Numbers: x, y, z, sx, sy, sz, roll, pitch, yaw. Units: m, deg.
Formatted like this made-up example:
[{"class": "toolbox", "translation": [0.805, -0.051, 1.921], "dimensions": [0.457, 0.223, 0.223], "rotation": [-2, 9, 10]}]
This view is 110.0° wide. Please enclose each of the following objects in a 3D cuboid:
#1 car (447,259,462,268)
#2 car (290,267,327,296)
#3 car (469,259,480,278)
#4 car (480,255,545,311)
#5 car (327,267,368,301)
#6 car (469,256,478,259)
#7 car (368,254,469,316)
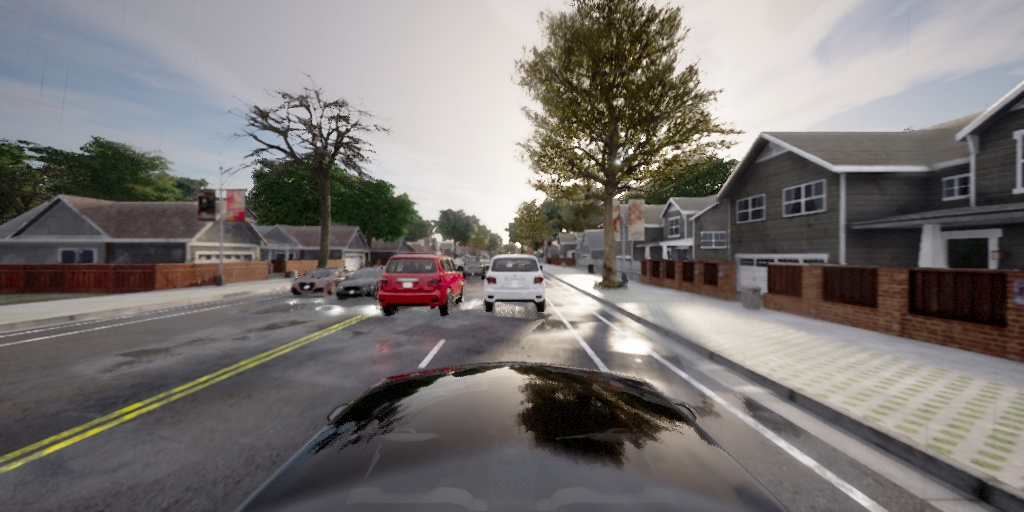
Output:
[{"class": "car", "translation": [-9.798, 1.323, 61.627], "dimensions": [1.812, 1.442, 4.674], "rotation": [0, 0, 1]}, {"class": "car", "translation": [-9.855, 1.306, 19.208], "dimensions": [1.994, 1.385, 4.181], "rotation": [0, 0, 0]}, {"class": "car", "translation": [-3.160, 1.236, 31.406], "dimensions": [2.128, 1.511, 4.902], "rotation": [0, 0, 0]}, {"class": "car", "translation": [0.095, 0.965, 14.519], "dimensions": [2.150, 2.045, 5.566], "rotation": [0, 0, 0]}, {"class": "car", "translation": [-6.606, 1.247, 17.209], "dimensions": [1.837, 1.490, 4.892], "rotation": [0, 0, 0]}, {"class": "car", "translation": [-6.567, 1.011, 58.286], "dimensions": [2.150, 2.045, 5.566], "rotation": [0, 0, 1]}, {"class": "car", "translation": [-3.153, 0.965, 13.517], "dimensions": [2.150, 2.045, 5.566], "rotation": [0, 0, 0]}]
